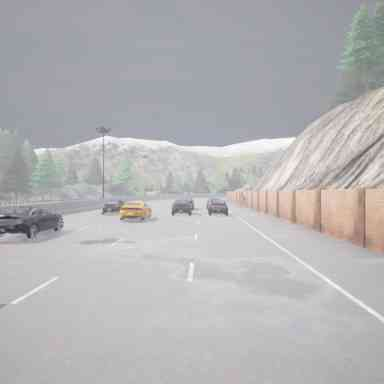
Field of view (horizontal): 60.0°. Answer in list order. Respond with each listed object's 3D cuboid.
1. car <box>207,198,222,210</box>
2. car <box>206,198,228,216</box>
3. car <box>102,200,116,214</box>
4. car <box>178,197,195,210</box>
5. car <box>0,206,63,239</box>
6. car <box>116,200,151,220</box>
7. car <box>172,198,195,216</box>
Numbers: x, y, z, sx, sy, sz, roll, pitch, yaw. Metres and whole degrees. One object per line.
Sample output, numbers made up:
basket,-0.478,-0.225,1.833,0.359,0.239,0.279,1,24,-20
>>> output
car,2.834,1.525,43.227,1.812,1.442,4.674,0,0,2
car,2.524,1.491,32.784,2.128,1.511,4.902,0,0,2
car,-7.931,1.525,34.499,1.812,1.442,4.674,0,0,2
car,-0.659,1.477,43.474,1.882,1.535,5.008,0,0,2
car,-8.442,1.491,17.362,2.128,1.511,4.902,0,0,2
car,-4.626,1.477,27.845,1.882,1.535,5.008,0,0,2
car,-0.970,1.505,33.034,1.837,1.490,4.892,0,0,1
